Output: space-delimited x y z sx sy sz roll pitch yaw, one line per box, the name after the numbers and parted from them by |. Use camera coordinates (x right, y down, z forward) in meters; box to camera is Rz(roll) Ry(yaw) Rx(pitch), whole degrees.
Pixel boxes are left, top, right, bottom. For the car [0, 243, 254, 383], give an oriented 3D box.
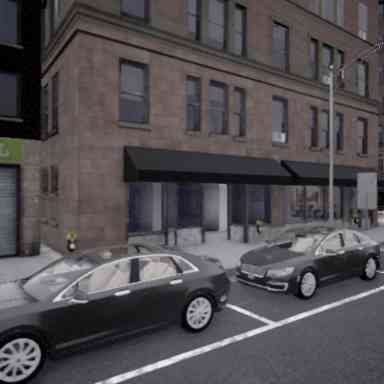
-1.366 1.555 5.213 4.403 1.369 2.008 0 0 -35 | car

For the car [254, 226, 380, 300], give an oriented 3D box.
3.041 1.568 8.355 4.403 1.369 2.008 0 0 -35 | car
